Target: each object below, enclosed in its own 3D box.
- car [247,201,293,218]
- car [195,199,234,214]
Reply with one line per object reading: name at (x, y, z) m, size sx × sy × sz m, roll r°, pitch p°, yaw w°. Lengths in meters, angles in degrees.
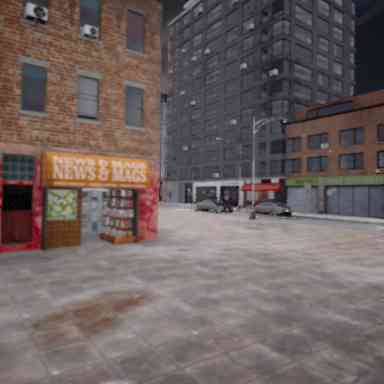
car at (6.989, 1.516, 30.079) m, size 1.994 × 1.385 × 4.181 m, roll 1°, pitch 0°, yaw -35°
car at (2.072, 1.383, 31.939) m, size 1.994 × 1.385 × 4.181 m, roll 1°, pitch 0°, yaw -35°
